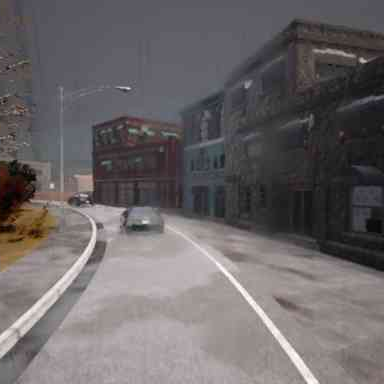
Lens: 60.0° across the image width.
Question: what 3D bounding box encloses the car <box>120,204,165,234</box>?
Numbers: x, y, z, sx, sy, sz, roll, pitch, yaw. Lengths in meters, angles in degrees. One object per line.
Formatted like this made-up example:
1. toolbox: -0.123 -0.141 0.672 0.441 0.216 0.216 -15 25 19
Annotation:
1. car: -2.752 1.356 17.917 1.994 1.385 4.181 0 1 -16

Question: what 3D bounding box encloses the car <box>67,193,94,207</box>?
1. car: -12.218 0.802 36.498 1.812 1.442 4.674 -1 2 -36
